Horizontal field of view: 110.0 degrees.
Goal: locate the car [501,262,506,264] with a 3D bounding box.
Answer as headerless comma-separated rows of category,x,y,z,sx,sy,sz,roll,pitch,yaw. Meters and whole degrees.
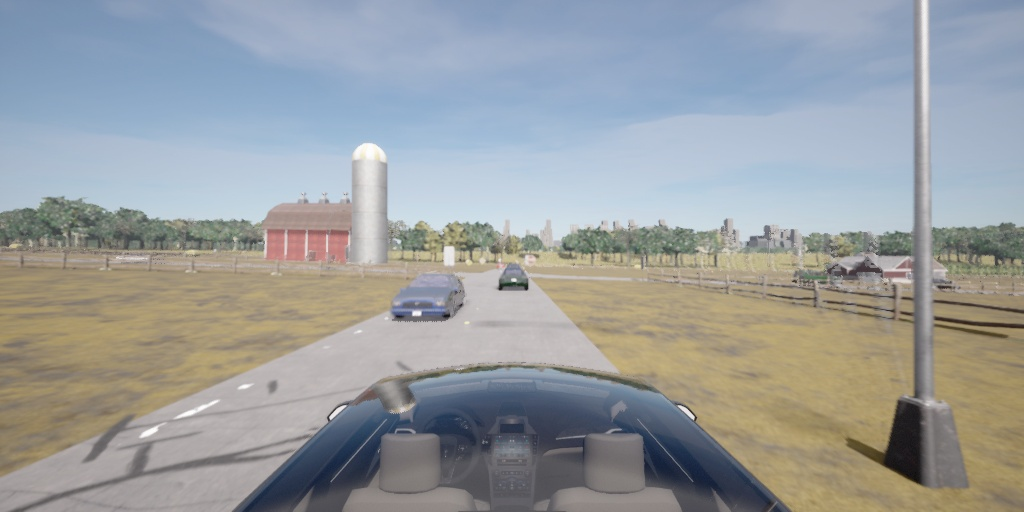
car,0.251,1.573,37.830,1.837,1.490,4.892,-1,-1,4

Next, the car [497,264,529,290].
car,0.089,1.457,24.074,1.994,1.385,4.181,0,-1,-1

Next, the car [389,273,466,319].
car,-2.853,1.362,13.424,2.033,1.411,5.357,0,0,0

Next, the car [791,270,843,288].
car,39.128,2.923,46.052,5.566,2.045,2.150,2,0,0
